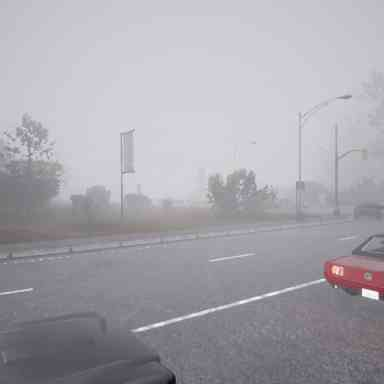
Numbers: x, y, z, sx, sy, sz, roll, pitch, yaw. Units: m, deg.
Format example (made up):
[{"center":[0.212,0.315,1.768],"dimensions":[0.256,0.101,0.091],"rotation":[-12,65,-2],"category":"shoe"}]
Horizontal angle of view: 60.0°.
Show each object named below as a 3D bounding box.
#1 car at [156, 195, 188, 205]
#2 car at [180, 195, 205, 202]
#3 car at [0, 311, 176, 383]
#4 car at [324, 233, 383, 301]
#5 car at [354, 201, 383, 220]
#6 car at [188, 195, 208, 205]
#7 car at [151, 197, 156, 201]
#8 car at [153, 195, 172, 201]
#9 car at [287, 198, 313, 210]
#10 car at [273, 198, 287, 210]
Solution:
[{"center":[-3.272,1.412,52.814],"dimensions":[1.895,1.301,4.718],"rotation":[-1,0,-39],"category":"car"},{"center":[0.046,1.275,65.737],"dimensions":[2.033,1.411,5.357],"rotation":[-1,0,-38],"category":"car"},{"center":[-2.376,1.601,2.041],"dimensions":[4.718,1.301,1.895],"rotation":[0,0,-36],"category":"car"},{"center":[5.072,1.570,7.378],"dimensions":[4.718,1.301,1.895],"rotation":[0,0,-36],"category":"car"},{"center":[14.602,1.385,26.003],"dimensions":[1.994,1.385,4.181],"rotation":[0,0,-5],"category":"car"},{"center":[0.958,1.259,53.135],"dimensions":[1.882,1.535,5.008],"rotation":[-1,0,-39],"category":"car"},{"center":[-8.692,0.943,65.283],"dimensions":[2.033,1.411,5.357],"rotation":[-1,0,-39],"category":"car"},{"center":[-6.684,1.328,74.005],"dimensions":[1.895,1.301,4.718],"rotation":[-1,0,-38],"category":"car"},{"center":[11.897,1.374,39.529],"dimensions":[1.895,1.301,4.718],"rotation":[-1,0,-39],"category":"car"},{"center":[8.052,1.281,38.728],"dimensions":[1.882,1.535,5.008],"rotation":[-1,0,-39],"category":"car"}]
